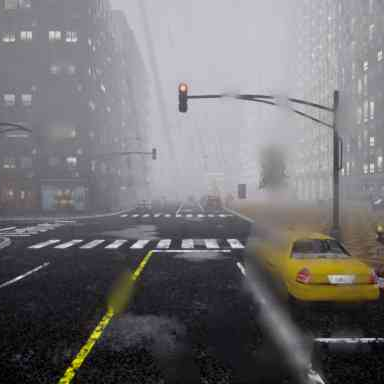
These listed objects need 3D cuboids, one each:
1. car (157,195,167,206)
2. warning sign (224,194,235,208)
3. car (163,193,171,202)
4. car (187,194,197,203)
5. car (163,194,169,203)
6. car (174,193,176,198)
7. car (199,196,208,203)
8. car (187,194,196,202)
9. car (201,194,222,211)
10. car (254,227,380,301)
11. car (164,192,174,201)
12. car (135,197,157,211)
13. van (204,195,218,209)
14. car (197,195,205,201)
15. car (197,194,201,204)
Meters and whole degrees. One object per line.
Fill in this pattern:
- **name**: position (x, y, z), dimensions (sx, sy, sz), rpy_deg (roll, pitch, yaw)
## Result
- **car**: position (-5.860, 1.589, 57.057), dimensions (2.008, 1.369, 4.403), rpy_deg (0, 0, 0)
- **warning sign**: position (4.945, 1.136, 43.767), dimensions (1.300, 1.860, 1.060), rpy_deg (0, 0, 0)
- **car**: position (-5.894, 1.497, 68.111), dimensions (1.967, 1.590, 4.097), rpy_deg (0, 0, 0)
- **car**: position (-0.101, 1.563, 69.586), dimensions (1.837, 1.490, 4.892), rpy_deg (0, -1, 0)
- **car**: position (-5.877, 1.592, 62.583), dimensions (1.887, 1.381, 4.507), rpy_deg (0, 0, 0)
- **car**: position (-5.957, 1.625, 90.048), dimensions (1.752, 1.417, 4.829), rpy_deg (0, 0, 0)
- **car**: position (2.471, 1.612, 73.662), dimensions (1.887, 1.381, 4.507), rpy_deg (0, 0, 0)
- **car**: position (-0.233, 1.433, 79.658), dimensions (2.097, 1.767, 4.553), rpy_deg (0, 0, 0)
- **car**: position (2.568, 1.332, 40.503), dimensions (2.192, 1.841, 5.009), rpy_deg (0, 0, 0)
- **car**: position (2.664, 1.526, 8.260), dimensions (1.752, 1.417, 4.829), rpy_deg (0, 0, 0)
- **car**: position (-5.926, 1.517, 79.164), dimensions (1.967, 1.590, 4.097), rpy_deg (0, 0, 0)
- **car**: position (-5.811, 1.568, 40.478), dimensions (2.008, 1.369, 4.403), rpy_deg (0, 0, 0)
- **van**: position (2.551, 1.364, 46.029), dimensions (1.690, 1.788, 3.998), rpy_deg (0, 0, 0)
- **car**: position (2.422, 1.625, 90.412), dimensions (1.752, 1.417, 4.829), rpy_deg (0, 0, 0)
- **car**: position (2.502, 1.362, 62.608), dimensions (2.192, 1.841, 5.009), rpy_deg (0, 0, 0)
